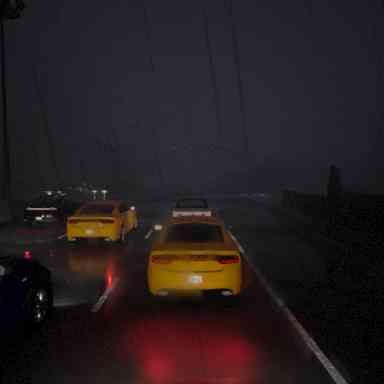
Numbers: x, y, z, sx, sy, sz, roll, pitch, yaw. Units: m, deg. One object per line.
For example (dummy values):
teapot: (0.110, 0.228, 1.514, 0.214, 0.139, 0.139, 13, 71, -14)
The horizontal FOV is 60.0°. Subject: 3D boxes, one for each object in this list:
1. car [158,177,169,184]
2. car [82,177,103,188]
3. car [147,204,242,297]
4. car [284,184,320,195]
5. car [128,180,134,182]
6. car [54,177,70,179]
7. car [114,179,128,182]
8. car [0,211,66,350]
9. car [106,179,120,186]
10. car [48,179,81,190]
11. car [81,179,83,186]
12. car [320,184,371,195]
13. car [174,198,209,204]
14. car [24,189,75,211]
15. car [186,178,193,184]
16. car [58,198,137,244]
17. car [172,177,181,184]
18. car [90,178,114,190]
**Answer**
car: (-7.656, -2.821, 86.054, 2.128, 1.511, 4.902, 0, 3, 0)
car: (-18.015, -1.452, 61.007, 1.812, 1.442, 4.674, 0, 3, 0)
car: (0.044, 1.316, 8.395, 1.882, 1.535, 5.008, 0, 2, 0)
car: (13.808, -0.305, 41.407, 4.718, 1.301, 1.895, 0, 3, 2)
car: (-14.580, -2.212, 76.303, 1.895, 1.301, 4.718, 0, 3, 0)
car: (-21.492, -1.400, 54.411, 2.150, 2.045, 5.566, 0, 3, 0)
car: (-14.523, -1.755, 65.714, 1.882, 1.535, 5.008, 0, 3, 0)
car: (-3.426, 1.313, 3.887, 2.097, 1.767, 4.553, 0, 1, 0)
car: (-18.078, -2.267, 76.019, 2.128, 1.511, 4.902, 0, 3, 0)
car: (-17.947, -0.721, 46.923, 2.128, 1.511, 4.902, 0, 3, 0)
car: (-21.500, -1.700, 64.942, 2.128, 1.511, 4.902, 0, 3, 0)
car: (17.668, -0.216, 37.782, 4.902, 1.511, 2.128, 0, 3, 2)
car: (-0.022, 0.973, 17.763, 1.895, 1.301, 4.718, 0, 3, 0)
car: (-7.024, 0.865, 17.628, 2.128, 1.511, 4.902, 0, 3, 0)
car: (-0.660, -2.835, 86.568, 2.128, 1.511, 4.902, 0, 3, 0)
car: (-3.495, 1.061, 13.717, 1.882, 1.535, 5.008, 0, 3, 0)
car: (-4.156, -2.871, 86.078, 1.882, 1.535, 5.008, 0, 3, 0)
car: (-14.458, -1.090, 53.968, 1.837, 1.490, 4.892, 0, 3, -1)
